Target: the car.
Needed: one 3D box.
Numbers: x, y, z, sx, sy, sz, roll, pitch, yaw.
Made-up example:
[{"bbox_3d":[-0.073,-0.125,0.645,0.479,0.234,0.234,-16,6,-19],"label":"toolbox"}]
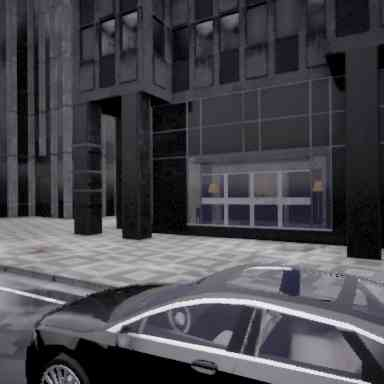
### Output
[{"bbox_3d":[0.542,1.491,3.128,4.902,1.511,2.128,0,0,29],"label":"car"}]
